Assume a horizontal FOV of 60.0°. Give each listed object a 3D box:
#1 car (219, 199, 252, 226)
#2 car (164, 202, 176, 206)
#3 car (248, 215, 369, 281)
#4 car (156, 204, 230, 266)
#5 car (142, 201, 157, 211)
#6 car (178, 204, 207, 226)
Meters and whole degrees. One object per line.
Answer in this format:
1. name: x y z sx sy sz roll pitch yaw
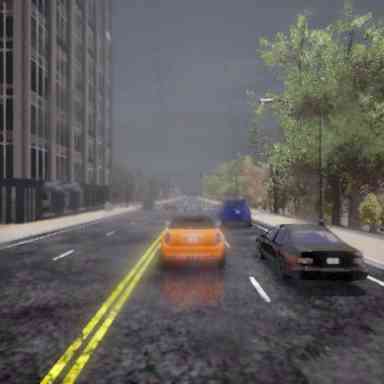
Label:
1. car: 3.289 1.532 26.216 2.150 2.045 5.566 0 0 0
2. car: -3.280 2.211 51.756 1.895 1.301 4.718 0 -1 0
3. car: 3.278 1.669 10.203 2.033 1.411 5.357 0 -1 0
4. car: 0.047 1.497 12.276 2.097 1.767 4.553 0 -1 0
5. car: -6.536 2.109 51.139 1.837 1.490 4.892 0 -1 0
6. car: 0.050 1.814 27.363 2.128 1.511 4.902 0 -1 0
